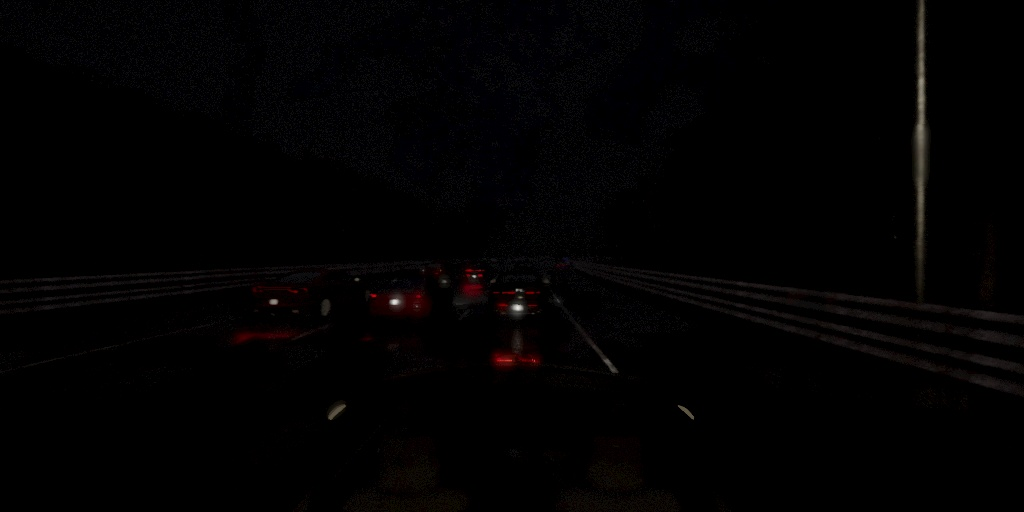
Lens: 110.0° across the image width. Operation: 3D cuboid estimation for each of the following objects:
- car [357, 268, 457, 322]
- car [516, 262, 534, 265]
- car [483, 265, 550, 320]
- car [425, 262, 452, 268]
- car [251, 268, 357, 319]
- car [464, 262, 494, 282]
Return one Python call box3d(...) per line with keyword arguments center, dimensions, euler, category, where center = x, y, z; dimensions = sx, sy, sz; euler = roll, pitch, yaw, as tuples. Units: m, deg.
box3d(center=(-3.247, 1.278, 12.186), dimensions=(1.994, 1.385, 4.181), euler=(0, 0, 2), category="car")
box3d(center=(1.009, 1.190, 27.776), dimensions=(1.837, 1.490, 4.892), euler=(0, 1, 4), category="car")
box3d(center=(0.263, 1.222, 12.441), dimensions=(1.837, 1.490, 4.892), euler=(0, 0, 2), category="car")
box3d(center=(-5.916, 1.201, 29.017), dimensions=(1.812, 1.442, 4.674), euler=(0, 0, 4), category="car")
box3d(center=(-6.731, 1.188, 12.739), dimensions=(1.882, 1.535, 5.008), euler=(0, -1, 2), category="car")
box3d(center=(-2.487, 1.187, 27.949), dimensions=(1.837, 1.490, 4.892), euler=(0, 1, 4), category="car")
